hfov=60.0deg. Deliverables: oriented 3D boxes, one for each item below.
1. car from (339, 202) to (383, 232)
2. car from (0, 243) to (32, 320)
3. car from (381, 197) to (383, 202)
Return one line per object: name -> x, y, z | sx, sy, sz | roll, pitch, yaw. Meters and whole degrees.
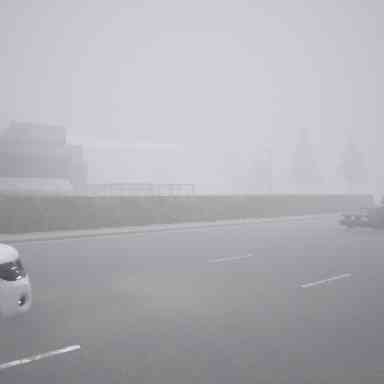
car -> 11.162, 1.547, 20.289 | 5.357, 1.411, 2.033 | 0, 0, -35
car -> -5.203, 1.221, 4.336 | 5.566, 2.045, 2.150 | 0, 0, -35
car -> 19.580, 1.220, 31.007 | 5.566, 2.045, 2.150 | 0, 0, -40
